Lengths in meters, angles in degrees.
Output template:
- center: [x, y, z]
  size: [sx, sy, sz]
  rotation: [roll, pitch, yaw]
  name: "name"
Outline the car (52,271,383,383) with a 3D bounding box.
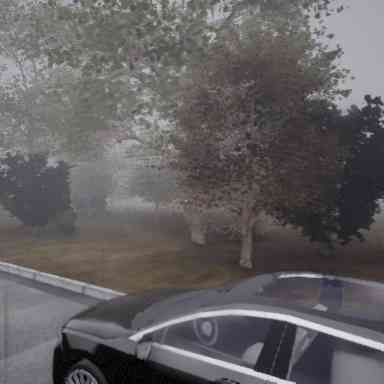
- center: [0.774, 1.492, 2.827]
  size: [4.902, 1.511, 2.128]
  rotation: [0, 0, 36]
  name: "car"
